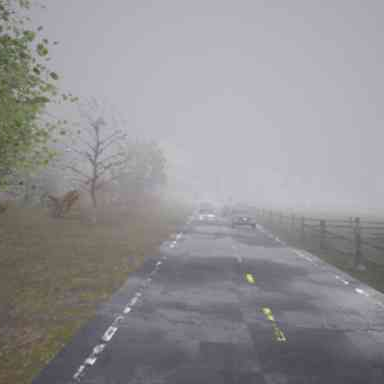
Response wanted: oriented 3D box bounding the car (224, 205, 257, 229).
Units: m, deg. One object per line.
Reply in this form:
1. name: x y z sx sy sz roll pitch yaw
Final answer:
1. car: 3.888 2.039 26.092 2.033 1.411 5.357 3 -1 3

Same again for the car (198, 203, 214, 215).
1. car: 1.861 2.115 43.125 2.033 1.411 5.357 3 -1 3

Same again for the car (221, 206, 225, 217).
1. car: 4.529 2.231 39.698 1.994 1.385 4.181 3 -1 3
